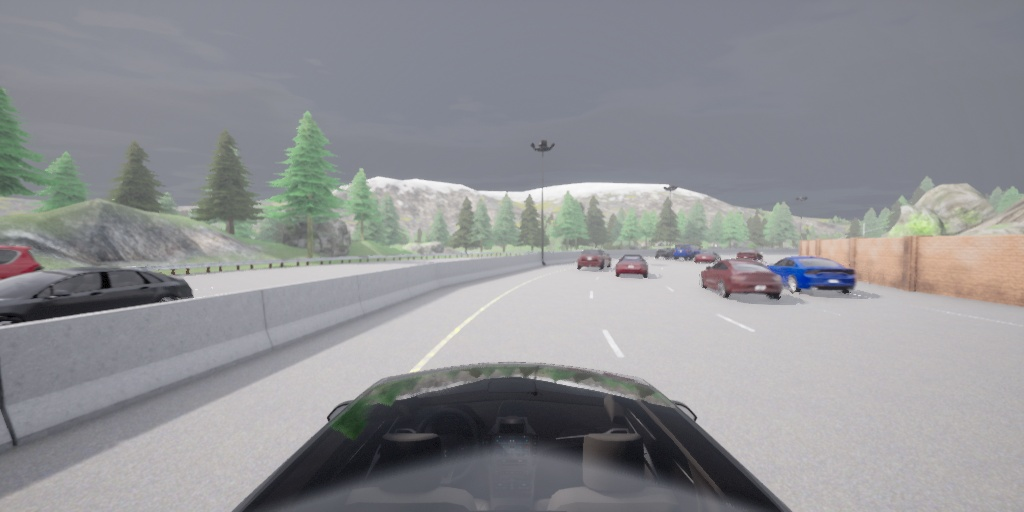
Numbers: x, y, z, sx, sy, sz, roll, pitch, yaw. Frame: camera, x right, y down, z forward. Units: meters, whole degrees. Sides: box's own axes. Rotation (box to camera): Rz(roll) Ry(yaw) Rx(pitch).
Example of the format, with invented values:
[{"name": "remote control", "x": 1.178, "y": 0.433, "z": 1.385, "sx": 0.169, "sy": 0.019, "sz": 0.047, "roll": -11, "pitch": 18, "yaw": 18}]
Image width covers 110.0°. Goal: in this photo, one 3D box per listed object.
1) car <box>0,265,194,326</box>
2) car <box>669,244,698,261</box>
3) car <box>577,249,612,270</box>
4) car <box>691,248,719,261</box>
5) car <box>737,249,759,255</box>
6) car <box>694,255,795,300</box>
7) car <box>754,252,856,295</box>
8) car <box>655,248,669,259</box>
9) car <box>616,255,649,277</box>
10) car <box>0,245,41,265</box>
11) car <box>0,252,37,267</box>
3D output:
[{"name": "car", "x": -10.075, "y": 1.047, "z": 8.093, "sx": 1.837, "sy": 1.490, "sz": 4.892, "roll": 0, "pitch": 1, "yaw": 5}, {"name": "car", "x": 22.934, "y": -0.476, "z": 46.532, "sx": 5.566, "sy": 2.045, "sz": 2.150, "roll": -1, "pitch": 2, "yaw": -44}, {"name": "car", "x": 7.012, "y": 0.185, "z": 30.074, "sx": 2.097, "sy": 1.767, "sz": 4.553, "roll": 1, "pitch": 2, "yaw": 25}, {"name": "car", "x": 21.921, "y": 0.081, "z": 39.979, "sx": 1.994, "sy": 1.385, "sz": 4.181, "roll": 1, "pitch": 2, "yaw": 40}, {"name": "car", "x": 26.937, "y": -0.019, "z": 40.460, "sx": 1.882, "sy": 1.535, "sz": 5.008, "roll": 1, "pitch": 2, "yaw": 44}, {"name": "car", "x": 9.147, "y": 0.860, "z": 14.615, "sx": 1.812, "sy": 1.442, "sz": 4.674, "roll": 0, "pitch": 2, "yaw": 14}, {"name": "car", "x": 13.164, "y": 0.759, "z": 16.276, "sx": 1.882, "sy": 1.535, "sz": 5.008, "roll": 0, "pitch": 2, "yaw": 16}, {"name": "car", "x": 21.924, "y": -0.321, "z": 50.471, "sx": 4.892, "sy": 1.490, "sz": 1.837, "roll": 0, "pitch": 1, "yaw": -44}, {"name": "car", "x": 8.151, "y": 0.590, "z": 24.116, "sx": 1.994, "sy": 1.385, "sz": 4.181, "roll": 1, "pitch": 2, "yaw": 22}, {"name": "car", "x": -16.972, "y": 0.708, "z": 9.744, "sx": 2.150, "sy": 2.045, "sz": 5.566, "roll": 0, "pitch": 2, "yaw": 6}, {"name": "car", "x": -13.642, "y": 0.921, "z": 7.139, "sx": 2.097, "sy": 1.767, "sz": 4.553, "roll": 0, "pitch": 2, "yaw": 5}]
